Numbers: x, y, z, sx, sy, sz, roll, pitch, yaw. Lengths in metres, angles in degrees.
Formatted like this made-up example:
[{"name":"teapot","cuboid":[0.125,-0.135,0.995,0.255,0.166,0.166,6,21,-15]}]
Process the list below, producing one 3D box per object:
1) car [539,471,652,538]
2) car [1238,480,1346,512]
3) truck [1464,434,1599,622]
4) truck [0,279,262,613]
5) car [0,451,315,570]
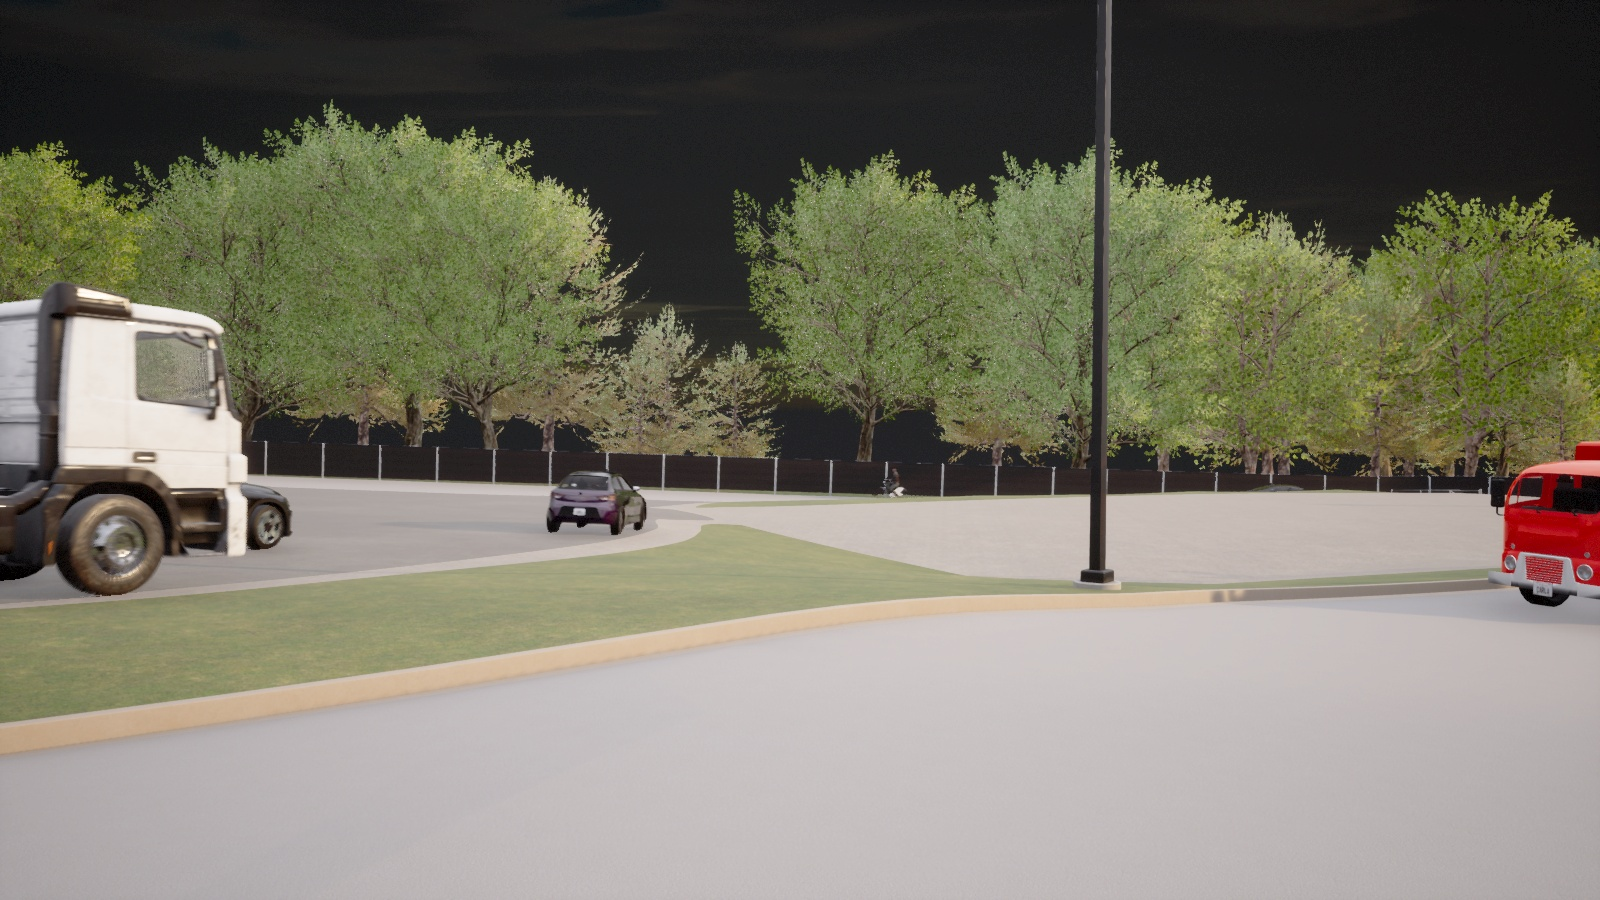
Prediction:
[{"name":"car","cuboid":[-4.934,1.295,30.900,1.816,1.474,4.193,2,-1,3]},{"name":"car","cuboid":[25.760,2.403,65.833,4.892,1.490,1.837,1,2,1]},{"name":"truck","cuboid":[12.803,1.018,18.327,5.204,2.467,2.627,0,2,-20]},{"name":"truck","cuboid":[-10.051,-0.065,12.949,2.891,3.462,7.936,0,-1,33]},{"name":"car","cuboid":[-10.463,0.907,20.367,2.033,1.649,4.856,1,-1,22]}]
